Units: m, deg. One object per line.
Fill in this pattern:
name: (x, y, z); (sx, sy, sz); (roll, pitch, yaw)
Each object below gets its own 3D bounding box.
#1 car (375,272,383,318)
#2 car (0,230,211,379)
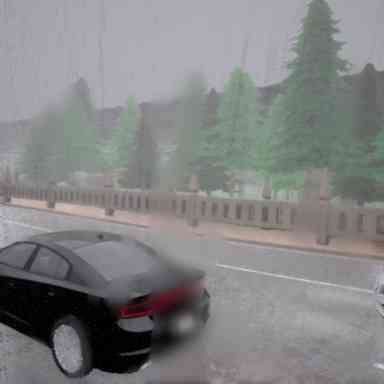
car: (5.195, 1.539, 4.586); (4.674, 1.442, 1.812); (0, 0, 35)
car: (-2.069, 1.377, 5.466); (5.008, 1.535, 1.882); (2, 1, 35)
